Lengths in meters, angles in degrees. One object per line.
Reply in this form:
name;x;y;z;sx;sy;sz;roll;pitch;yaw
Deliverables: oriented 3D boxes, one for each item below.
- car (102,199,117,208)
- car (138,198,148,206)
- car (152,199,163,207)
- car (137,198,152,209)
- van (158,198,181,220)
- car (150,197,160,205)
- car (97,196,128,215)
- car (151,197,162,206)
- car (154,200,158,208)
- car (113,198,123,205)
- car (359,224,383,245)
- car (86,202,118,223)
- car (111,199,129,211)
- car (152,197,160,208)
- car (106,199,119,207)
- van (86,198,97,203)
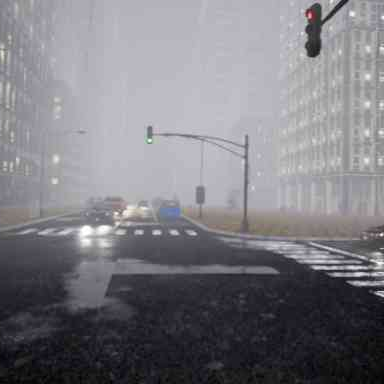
car;-14.235;1.942;57.532;1.947;1.339;4.313;2;-1;-8
car;-9.892;2.095;67.698;1.837;1.490;4.892;1;-1;-8
car;-6.691;2.167;64.161;1.887;1.381;4.507;2;-1;-8
car;-8.234;2.001;56.368;1.837;1.490;4.892;1;0;-8
van;-2.039;1.673;31.260;1.690;1.788;3.998;2;-1;-8
car;-8.952;2.082;80.627;2.192;1.841;5.009;2;-1;-8
car;-8.832;1.476;37.380;2.150;2.045;5.566;1;-1;-8
car;-7.441;1.986;69.652;2.192;1.841;5.009;2;-1;-8
car;-2.889;1.923;36.731;1.887;1.381;4.507;2;-1;-8
car;-16.503;2.104;73.994;1.802;1.307;4.206;2;-1;-8
car;11.039;2.110;17.122;4.674;1.442;1.812;2;-1;-9
car;-7.477;1.766;27.424;1.895;1.301;4.718;1;-1;-8
car;-10.244;1.838;47.584;2.128;1.511;4.902;1;-1;-8
car;-5.929;1.889;58.677;2.192;1.841;5.009;2;-1;-8
car;-14.991;1.976;63.019;2.008;1.369;4.403;2;-1;-8
van;-11.962;1.571;41.073;1.690;1.788;3.998;2;-1;-8
